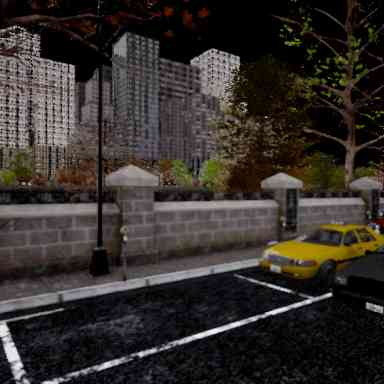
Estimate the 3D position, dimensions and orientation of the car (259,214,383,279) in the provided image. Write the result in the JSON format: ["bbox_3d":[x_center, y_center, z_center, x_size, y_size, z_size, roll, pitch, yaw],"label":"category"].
[{"bbox_3d":[3.974,1.515,9.390,4.829,1.417,1.752,0,0,-36],"label":"car"}]

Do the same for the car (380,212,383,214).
[{"bbox_3d":[8.695,1.300,12.759,5.009,1.841,2.192,0,0,-36],"label":"car"}]

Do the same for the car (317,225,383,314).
[{"bbox_3d":[5.218,1.538,7.077,5.357,1.411,2.033,0,0,-35],"label":"car"}]
